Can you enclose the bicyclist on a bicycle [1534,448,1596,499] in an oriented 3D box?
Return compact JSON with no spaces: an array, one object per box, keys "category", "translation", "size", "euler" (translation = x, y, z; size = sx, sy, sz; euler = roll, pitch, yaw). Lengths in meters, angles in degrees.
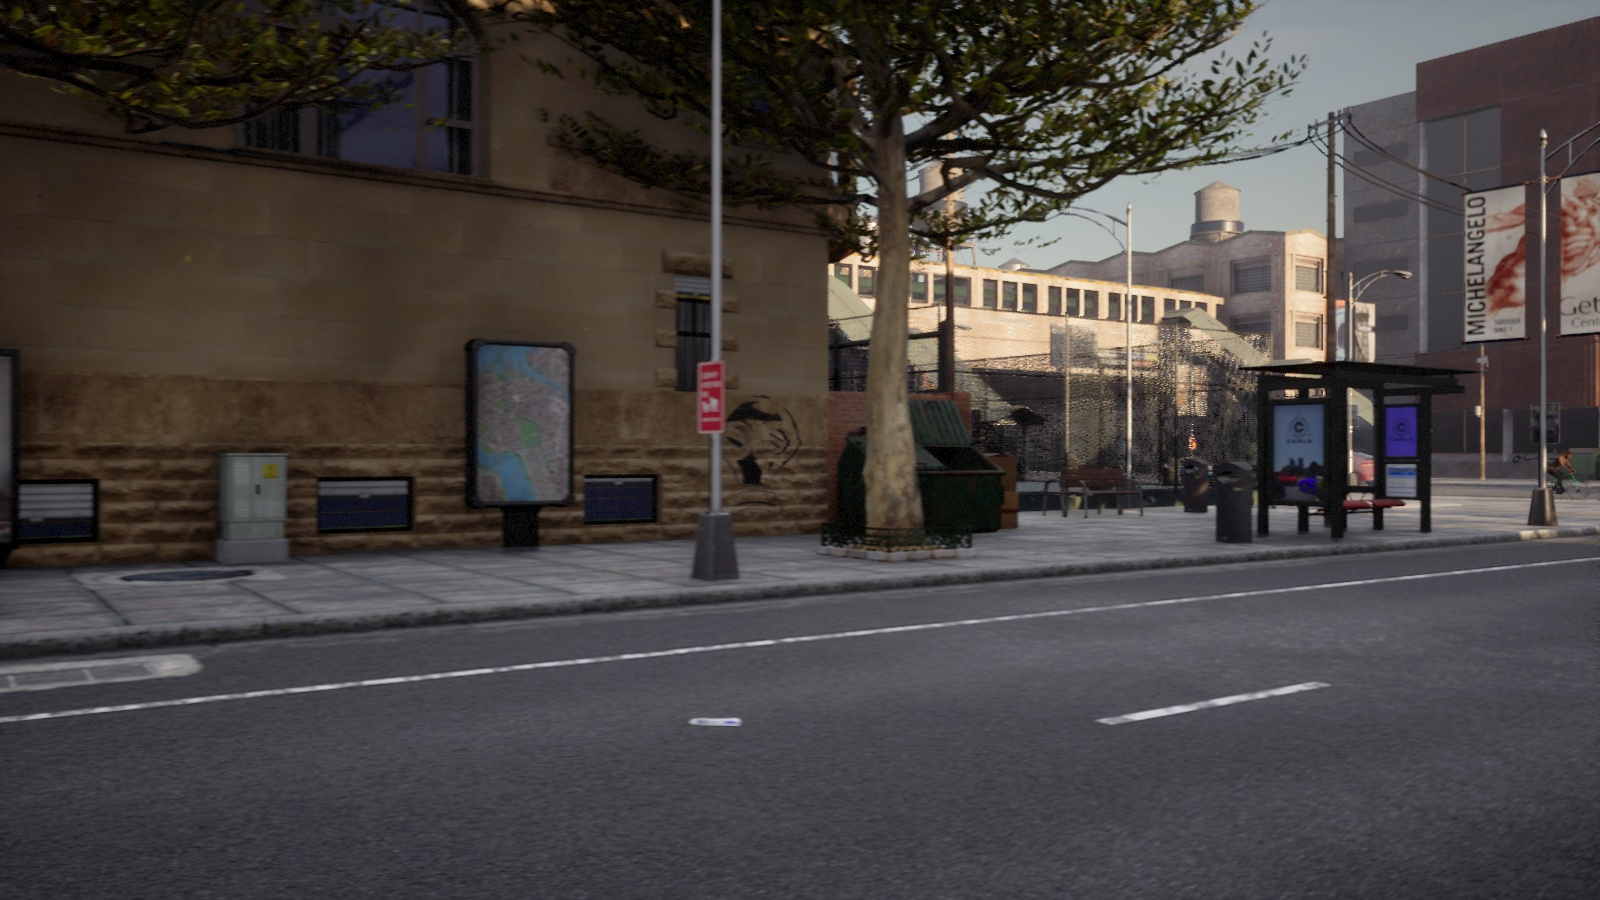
[{"category":"bicyclist on a bicycle","translation":[25.074,0.746,41.195],"size":[0.582,1.620,1.656],"euler":[-1,0,-31]}]
